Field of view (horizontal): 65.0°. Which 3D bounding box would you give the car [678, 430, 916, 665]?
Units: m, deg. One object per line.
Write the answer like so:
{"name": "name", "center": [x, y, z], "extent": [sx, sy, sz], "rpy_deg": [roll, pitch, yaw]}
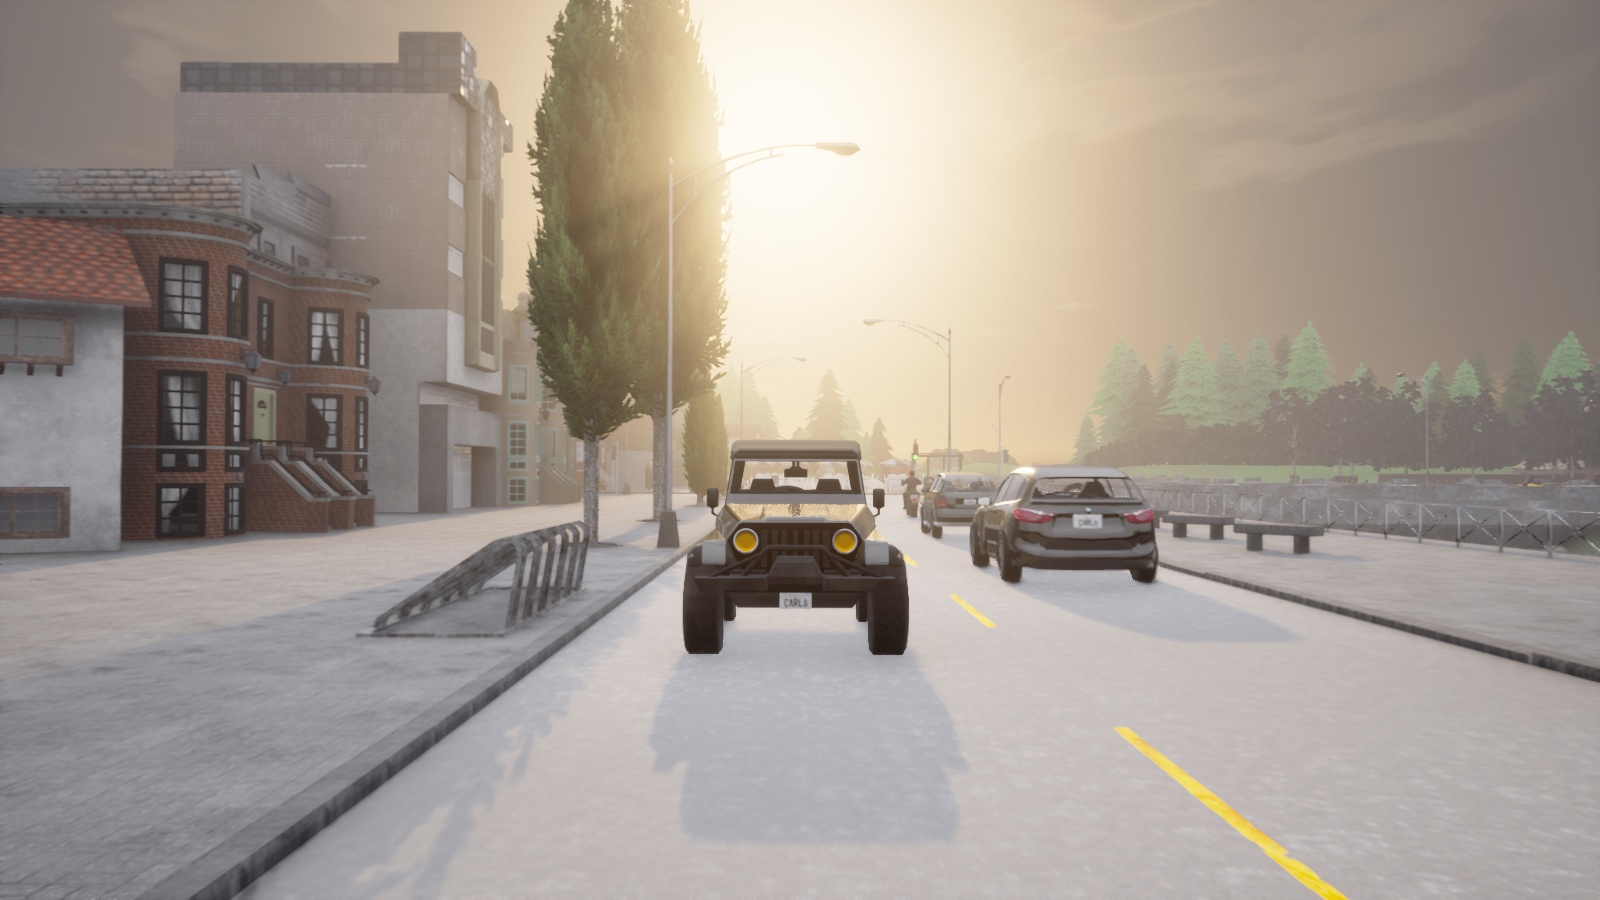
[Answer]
{"name": "car", "center": [-0.032, 0.812, 12.024], "extent": [1.905, 1.878, 3.866], "rpy_deg": [0, -1, 0]}

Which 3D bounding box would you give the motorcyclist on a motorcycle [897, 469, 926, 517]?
{"name": "motorcyclist on a motorcycle", "center": [3.885, 1.484, 43.848], "extent": [0.766, 1.649, 2.350], "rpy_deg": [0, -1, 0]}

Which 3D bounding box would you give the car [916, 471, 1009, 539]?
{"name": "car", "center": [3.919, 1.294, 30.838], "extent": [1.789, 1.549, 3.705], "rpy_deg": [0, -1, 0]}

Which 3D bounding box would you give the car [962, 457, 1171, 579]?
{"name": "car", "center": [3.948, 0.970, 19.510], "extent": [2.242, 1.667, 4.611], "rpy_deg": [0, -1, 0]}
